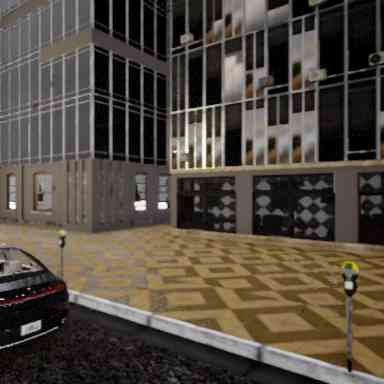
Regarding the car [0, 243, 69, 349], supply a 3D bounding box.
[{"bbox_3d":[-3.891,1.552,5.649,4.403,1.369,2.008,0,0,35],"label":"car"}]
